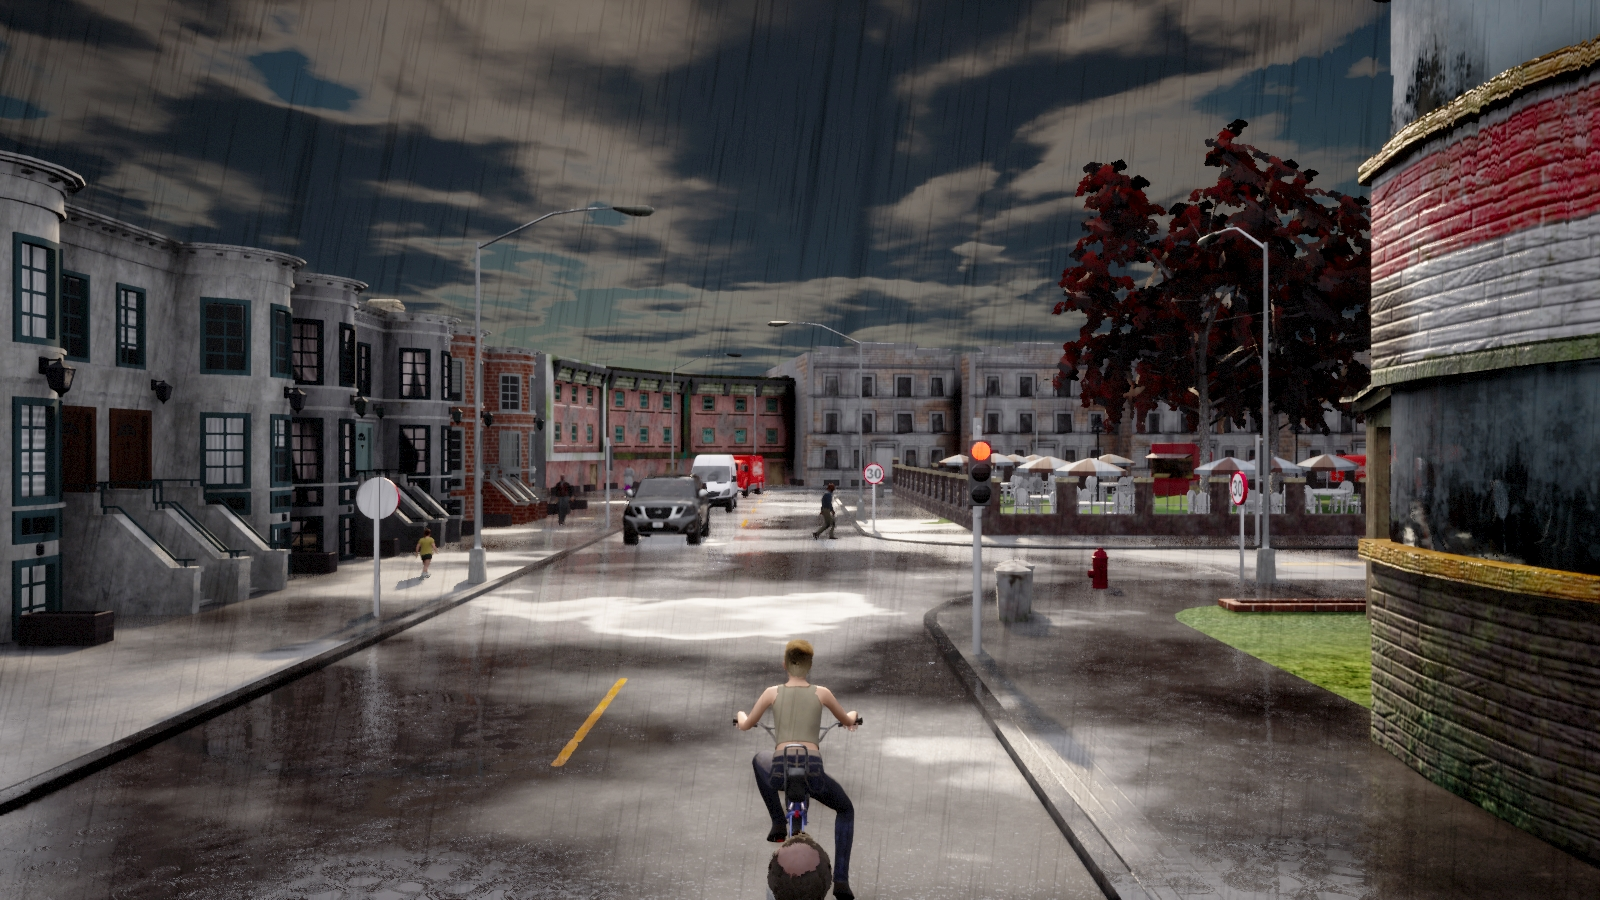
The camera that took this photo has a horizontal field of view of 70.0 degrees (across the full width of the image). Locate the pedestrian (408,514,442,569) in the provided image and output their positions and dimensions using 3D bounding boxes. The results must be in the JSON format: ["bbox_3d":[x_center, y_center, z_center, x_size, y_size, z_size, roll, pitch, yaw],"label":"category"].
[{"bbox_3d":[-7.785,1.895,23.735,0.500,1.100,0.500,0,0,9],"label":"pedestrian"}]

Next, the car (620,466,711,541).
[{"bbox_3d":[-4.004,1.547,34.981,2.150,2.045,5.566,0,0,0],"label":"car"}]

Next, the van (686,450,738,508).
[{"bbox_3d":[-4.039,1.294,53.400,1.988,2.561,5.915,0,0,0],"label":"van"}]

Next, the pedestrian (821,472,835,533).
[{"bbox_3d":[0.852,1.614,35.099,0.375,1.860,0.375,0,0,-6],"label":"pedestrian"}]

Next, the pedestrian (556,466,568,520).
[{"bbox_3d":[-8.370,1.507,40.243,0.375,1.860,0.375,0,0,-4],"label":"pedestrian"}]

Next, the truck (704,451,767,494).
[{"bbox_3d":[-3.857,1.321,69.433,2.627,2.467,5.204,0,0,11],"label":"truck"}]

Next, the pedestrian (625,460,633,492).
[{"bbox_3d":[-9.964,1.499,66.594,0.375,1.860,0.375,0,0,-1],"label":"pedestrian"}]
